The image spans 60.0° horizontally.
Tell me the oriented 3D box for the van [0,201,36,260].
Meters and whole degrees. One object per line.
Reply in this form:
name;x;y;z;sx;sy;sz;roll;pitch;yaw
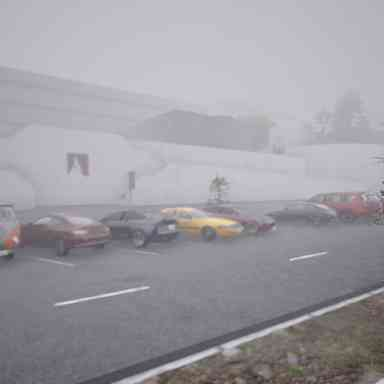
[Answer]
van;-7.459;1.266;11.166;4.442;1.987;1.878;-1;-1;35

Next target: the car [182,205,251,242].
car;-0.112;1.443;16.320;5.366;1.575;1.946;-1;-1;34

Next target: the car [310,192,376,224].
car;9.421;1.076;23.364;5.566;2.045;2.435;-1;0;35

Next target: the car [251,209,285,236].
car;2.188;1.454;18.138;4.792;1.488;2.163;-1;-1;35

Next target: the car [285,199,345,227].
car;7.025;1.402;21.615;4.674;1.452;2.002;-1;0;35

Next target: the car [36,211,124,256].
car;-5.128;1.522;12.950;4.674;1.452;2.002;-1;0;35

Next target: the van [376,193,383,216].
van;11.978;1.059;25.021;4.442;1.987;1.878;-1;0;35

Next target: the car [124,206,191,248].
car;-2.726;1.500;14.700;4.792;1.488;2.163;-1;0;35
